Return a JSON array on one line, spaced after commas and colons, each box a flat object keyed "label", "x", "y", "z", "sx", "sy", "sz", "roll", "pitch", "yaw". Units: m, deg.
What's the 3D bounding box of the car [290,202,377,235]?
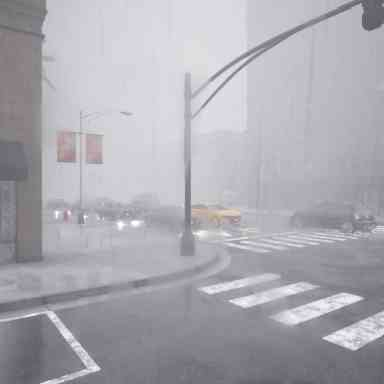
[{"label": "car", "x": 7.937, "y": 1.333, "z": 19.160, "sx": 2.097, "sy": 1.767, "sz": 4.553, "roll": 0, "pitch": 0, "yaw": -36}]

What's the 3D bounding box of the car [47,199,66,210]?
[{"label": "car", "x": -17.064, "y": 1.538, "z": 42.452, "sx": 1.895, "sy": 1.301, "sz": 4.718, "roll": 0, "pitch": 0, "yaw": -35}]

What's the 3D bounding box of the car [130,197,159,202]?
[{"label": "car", "x": -4.273, "y": 1.464, "z": 30.198, "sx": 1.837, "sy": 1.490, "sz": 4.892, "roll": 0, "pitch": 0, "yaw": -36}]

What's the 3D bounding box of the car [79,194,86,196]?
[{"label": "car", "x": -21.521, "y": 1.244, "z": 65.483, "sx": 2.097, "sy": 1.767, "sz": 4.553, "roll": 0, "pitch": 0, "yaw": -32}]

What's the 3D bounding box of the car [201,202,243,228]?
[{"label": "car", "x": 1.276, "y": 1.451, "z": 22.499, "sx": 1.882, "sy": 1.535, "sz": 5.008, "roll": 0, "pitch": 0, "yaw": -35}]

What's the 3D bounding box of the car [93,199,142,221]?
[{"label": "car", "x": -6.153, "y": 1.529, "z": 27.236, "sx": 1.994, "sy": 1.385, "sz": 4.181, "roll": 0, "pitch": 0, "yaw": -37}]

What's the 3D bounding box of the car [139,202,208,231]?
[{"label": "car", "x": -1.232, "y": 1.542, "z": 20.419, "sx": 1.994, "sy": 1.385, "sz": 4.181, "roll": 0, "pitch": 0, "yaw": -36}]

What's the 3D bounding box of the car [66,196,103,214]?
[{"label": "car", "x": -11.079, "y": 1.478, "z": 34.102, "sx": 1.812, "sy": 1.442, "sz": 4.674, "roll": 0, "pitch": 0, "yaw": -36}]

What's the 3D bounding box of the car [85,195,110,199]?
[{"label": "car", "x": -10.260, "y": 1.296, "z": 38.523, "sx": 2.097, "sy": 1.767, "sz": 4.553, "roll": 0, "pitch": 0, "yaw": -36}]

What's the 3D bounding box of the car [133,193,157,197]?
[{"label": "car", "x": -6.549, "y": 1.151, "z": 44.814, "sx": 2.150, "sy": 2.045, "sz": 5.566, "roll": 0, "pitch": 0, "yaw": -36}]
